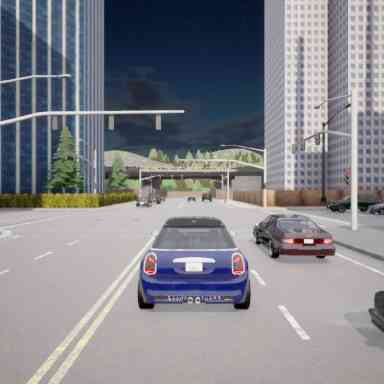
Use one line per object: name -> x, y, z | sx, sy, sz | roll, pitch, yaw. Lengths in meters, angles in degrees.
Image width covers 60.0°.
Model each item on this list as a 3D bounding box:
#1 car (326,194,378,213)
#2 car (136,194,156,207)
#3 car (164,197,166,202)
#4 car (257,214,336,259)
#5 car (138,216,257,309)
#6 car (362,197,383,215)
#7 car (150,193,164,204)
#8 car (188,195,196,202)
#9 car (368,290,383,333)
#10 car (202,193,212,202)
car -> 17.813, 1.221, 36.631 | 5.566, 2.045, 2.150 | 0, 0, 0
car -> -7.137, 1.491, 49.786 | 2.128, 1.511, 4.902 | 0, 0, 0
car -> -7.064, 1.542, 75.602 | 1.994, 1.385, 4.181 | 0, 0, 0
car -> 3.599, 1.547, 12.648 | 2.033, 1.411, 5.357 | 0, 0, 1
car -> 0.053, 1.352, 8.018 | 2.097, 1.767, 4.553 | 0, 0, 0
car -> 19.992, 1.525, 33.099 | 4.674, 1.442, 1.812 | 0, 0, 0
car -> -7.114, 1.223, 62.143 | 2.150, 2.045, 5.566 | 0, 0, 0
car -> -0.065, 1.500, 77.708 | 1.812, 1.442, 4.674 | 0, 0, 0
car -> 3.599, 1.547, 2.580 | 2.033, 1.411, 5.357 | 0, 0, 0
car -> 3.435, 1.202, 77.740 | 2.150, 2.045, 5.566 | 0, 0, 0
